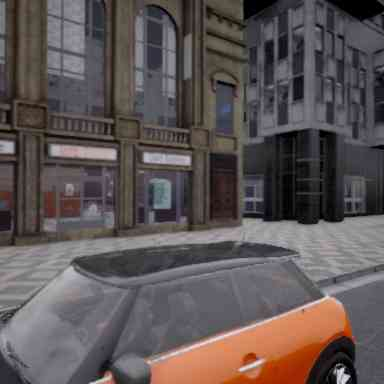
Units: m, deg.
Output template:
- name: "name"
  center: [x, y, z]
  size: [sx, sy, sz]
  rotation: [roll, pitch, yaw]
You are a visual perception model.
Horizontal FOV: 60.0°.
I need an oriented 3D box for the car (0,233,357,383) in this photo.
- name: "car"
  center: [-0.563, 1.352, 2.975]
  size: [4.553, 1.767, 2.097]
  rotation: [0, 0, -35]
